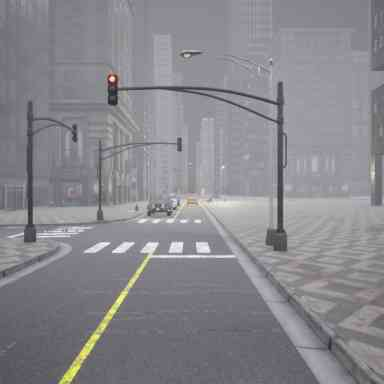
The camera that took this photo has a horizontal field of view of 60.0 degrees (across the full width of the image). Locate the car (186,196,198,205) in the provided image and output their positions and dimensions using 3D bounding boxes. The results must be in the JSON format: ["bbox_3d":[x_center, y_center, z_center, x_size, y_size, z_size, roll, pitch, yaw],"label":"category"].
[{"bbox_3d":[0.024,1.489,57.595,1.882,1.535,5.008,0,0,0],"label":"car"}]

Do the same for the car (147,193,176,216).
[{"bbox_3d":[-3.082,1.221,32.918,2.150,2.045,5.566,0,0,0],"label":"car"}]

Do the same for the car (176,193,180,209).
[{"bbox_3d":[-3.079,1.224,43.365,2.150,2.045,5.566,0,0,0],"label":"car"}]
